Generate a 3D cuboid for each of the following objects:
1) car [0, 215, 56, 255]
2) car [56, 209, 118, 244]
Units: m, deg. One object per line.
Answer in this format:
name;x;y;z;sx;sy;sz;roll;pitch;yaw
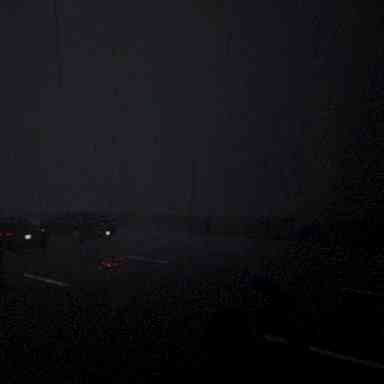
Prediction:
car;-7.882;1.698;13.869;4.181;1.385;1.994;-1;0;36
car;-5.820;1.641;16.696;4.892;1.490;1.837;0;0;36
